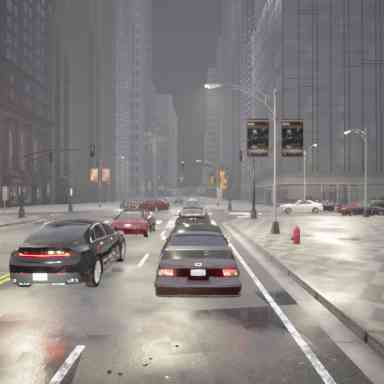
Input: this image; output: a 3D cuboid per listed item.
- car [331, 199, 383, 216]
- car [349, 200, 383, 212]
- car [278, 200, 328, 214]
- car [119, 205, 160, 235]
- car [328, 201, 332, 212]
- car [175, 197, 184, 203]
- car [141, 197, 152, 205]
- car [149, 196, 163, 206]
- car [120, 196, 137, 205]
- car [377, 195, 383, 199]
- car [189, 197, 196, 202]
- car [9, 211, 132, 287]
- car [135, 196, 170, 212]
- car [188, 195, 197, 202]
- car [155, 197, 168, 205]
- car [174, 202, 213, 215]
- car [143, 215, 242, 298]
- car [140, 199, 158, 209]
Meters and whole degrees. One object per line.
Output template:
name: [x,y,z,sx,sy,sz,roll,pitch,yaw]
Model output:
car: [15.359,1.577,30.166,4.206,1.307,1.802,0,0,-1]
car: [20.882,1.643,38.769,4.313,1.339,1.947,0,0,-1]
car: [11.688,1.602,35.882,4.674,1.442,1.812,0,-1,-1]
car: [-3.124,1.602,18.207,1.994,1.385,4.181,0,0,0]
car: [15.242,1.663,38.690,4.313,1.339,1.947,0,0,-1]
car: [-3.131,2.023,81.574,1.994,1.385,4.181,0,0,0]
car: [-9.647,1.907,71.060,1.812,1.442,4.674,0,0,0]
car: [-6.482,1.649,60.085,2.097,1.767,4.553,0,0,0]
car: [-9.801,1.735,50.694,1.837,1.490,4.892,0,0,-2]
car: [21.522,1.265,36.030,5.566,2.045,2.150,0,-1,-1]
car: [0.133,2.029,91.171,1.882,1.535,5.008,0,0,0]
car: [-3.137,1.516,9.307,1.837,1.490,4.892,0,0,0]
car: [-4.378,1.639,40.074,1.882,1.535,5.008,1,0,25]
car: [0.118,1.687,80.594,2.150,2.045,5.566,0,0,0]
car: [-6.397,1.900,70.161,2.128,1.511,4.902,0,0,0]
car: [0.074,1.544,18.457,1.837,1.490,4.892,0,0,1]
car: [0.119,1.557,8.718,2.033,1.411,5.357,0,0,0]
car: [-6.520,1.778,50.803,2.033,1.411,5.357,0,0,0]
